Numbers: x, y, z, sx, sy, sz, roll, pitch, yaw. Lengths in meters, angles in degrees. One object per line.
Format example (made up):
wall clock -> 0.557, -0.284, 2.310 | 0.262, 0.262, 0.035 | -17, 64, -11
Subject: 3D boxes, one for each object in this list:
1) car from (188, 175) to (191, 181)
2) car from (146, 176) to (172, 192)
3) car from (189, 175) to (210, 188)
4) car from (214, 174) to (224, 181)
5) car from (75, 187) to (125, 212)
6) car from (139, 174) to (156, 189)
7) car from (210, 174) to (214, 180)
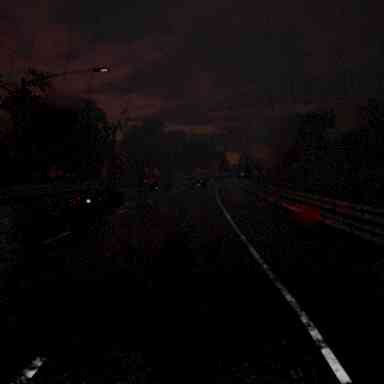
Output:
car -> 0.136, -3.653, 87.559 | 1.837, 1.490, 4.892 | 0, 3, 10
car -> -3.628, -0.794, 39.327 | 1.837, 1.490, 4.892 | -1, 3, 7
car -> 1.239, -1.478, 49.844 | 1.837, 1.490, 4.892 | -1, 3, 8
car -> 7.409, -3.808, 88.382 | 1.837, 1.490, 4.892 | 0, 3, 11
car -> -5.632, 0.376, 20.770 | 1.994, 1.385, 4.181 | -1, 3, 6
car -> -6.059, -1.561, 48.185 | 2.150, 2.045, 5.566 | 0, 3, 8
car -> 3.771, -3.677, 87.962 | 1.994, 1.385, 4.181 | 0, 3, 11
